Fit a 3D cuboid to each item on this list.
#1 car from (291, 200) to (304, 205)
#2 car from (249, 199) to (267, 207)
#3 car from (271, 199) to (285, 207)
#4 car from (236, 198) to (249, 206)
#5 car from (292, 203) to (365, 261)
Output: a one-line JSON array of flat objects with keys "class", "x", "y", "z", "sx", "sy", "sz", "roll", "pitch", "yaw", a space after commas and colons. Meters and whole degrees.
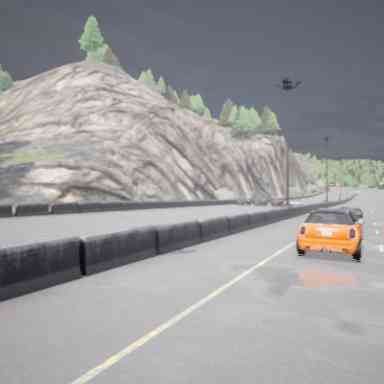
[{"class": "car", "x": 19.870, "y": 2.164, "z": 62.608, "sx": 1.812, "sy": 1.442, "sz": 4.674, "roll": 1, "pitch": 0, "yaw": 28}, {"class": "car", "x": 13.455, "y": 2.076, "z": 65.443, "sx": 1.837, "sy": 1.490, "sz": 4.892, "roll": 1, "pitch": 0, "yaw": 28}, {"class": "car", "x": 16.555, "y": 2.081, "z": 63.833, "sx": 1.882, "sy": 1.535, "sz": 5.008, "roll": 1, "pitch": 0, "yaw": 28}, {"class": "car", "x": 10.358, "y": 2.047, "z": 67.067, "sx": 1.837, "sy": 1.490, "sz": 4.892, "roll": 1, "pitch": 0, "yaw": 28}, {"class": "car", "x": 5.575, "y": 1.449, "z": 13.144, "sx": 2.097, "sy": 1.767, "sz": 4.553, "roll": 1, "pitch": -1, "yaw": 28}]
